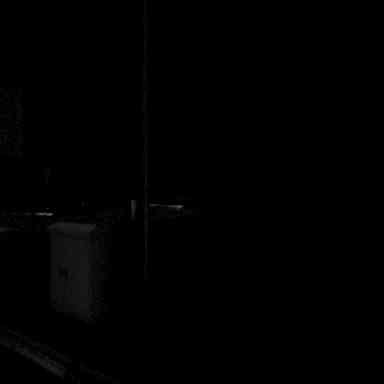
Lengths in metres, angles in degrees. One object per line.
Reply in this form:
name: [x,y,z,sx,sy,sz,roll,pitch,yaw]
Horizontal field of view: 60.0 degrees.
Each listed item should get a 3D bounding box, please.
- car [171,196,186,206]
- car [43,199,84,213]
car: [-1.521,1.404,55.156,1.882,1.535,5.008,0,0,33]
car: [-13.812,1.500,35.936,1.994,1.385,4.181,0,0,32]
